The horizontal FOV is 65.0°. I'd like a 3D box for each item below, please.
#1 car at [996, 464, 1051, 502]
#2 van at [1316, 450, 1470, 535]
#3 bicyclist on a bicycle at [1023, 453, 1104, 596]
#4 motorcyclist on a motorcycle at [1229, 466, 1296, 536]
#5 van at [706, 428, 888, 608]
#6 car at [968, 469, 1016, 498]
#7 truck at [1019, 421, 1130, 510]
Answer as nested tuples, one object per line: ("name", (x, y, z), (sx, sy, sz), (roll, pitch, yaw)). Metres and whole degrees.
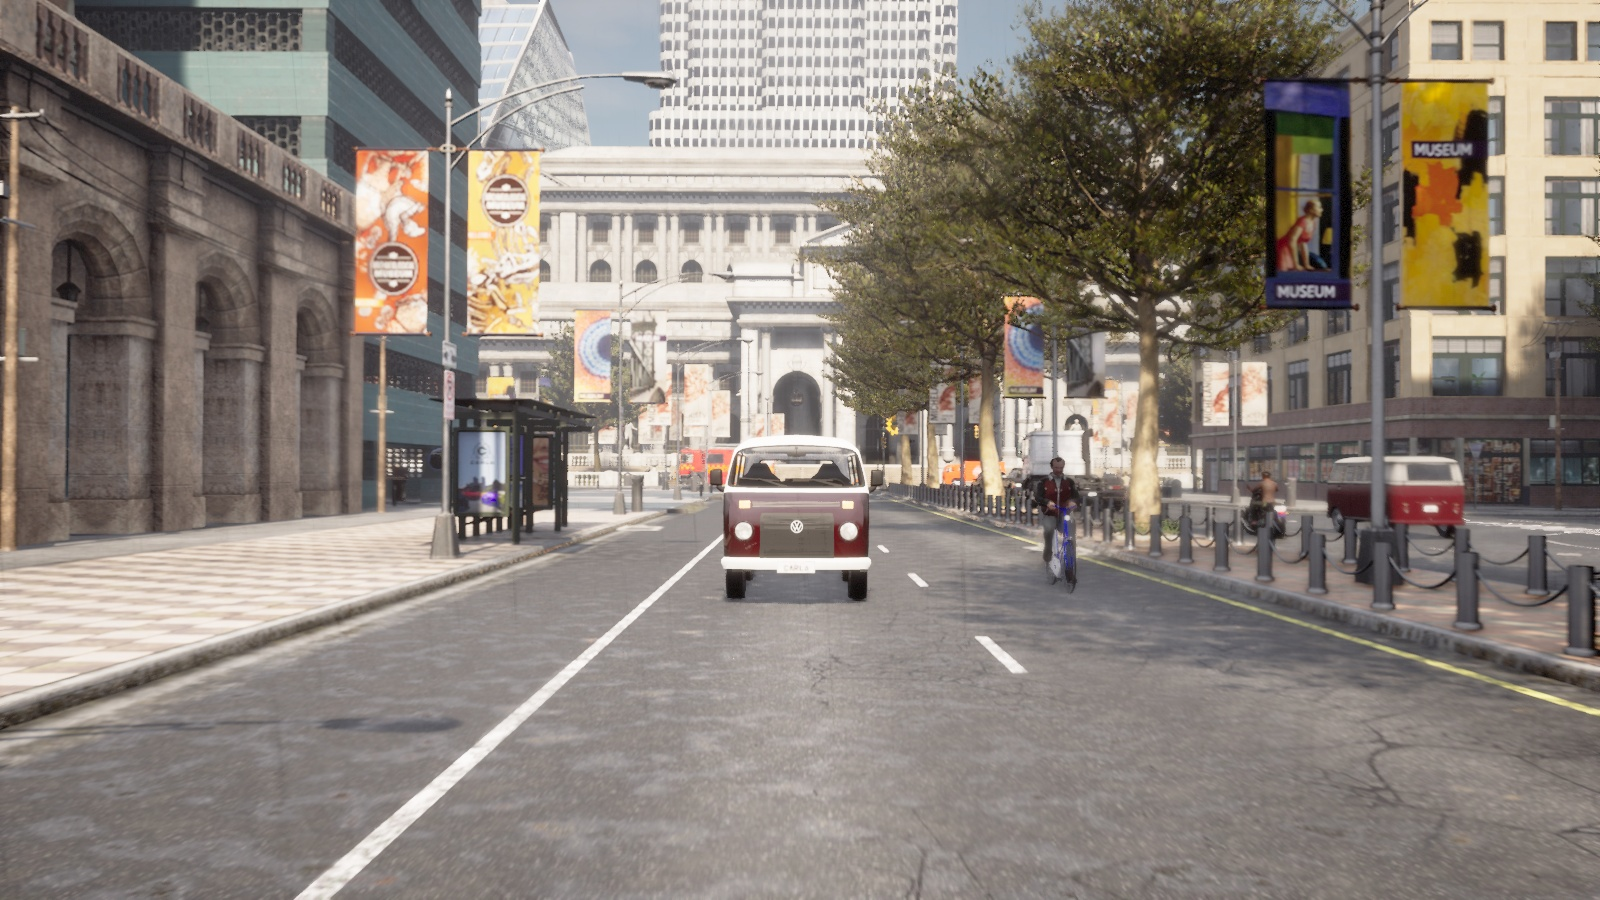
("car", (11.344, 1.656, 63.934), (1.932, 1.855, 4.605), (0, -1, 0))
("van", (14.921, 1.042, 31.893), (1.775, 1.987, 4.442), (0, -1, 0))
("bicyclist on a bicycle", (3.459, 0.950, 16.618), (0.659, 1.776, 1.843), (0, -1, 0))
("motorcyclist on a motorcycle", (11.424, 1.240, 31.090), (0.766, 1.649, 2.350), (0, -1, 0))
("van", (-0.042, 0.815, 16.530), (2.069, 2.038, 4.480), (0, -1, 0))
("car", (11.271, 1.938, 73.997), (2.033, 1.649, 4.856), (0, -1, 0))
("truck", (11.367, 0.672, 52.857), (2.891, 3.462, 7.936), (0, -1, 0))
